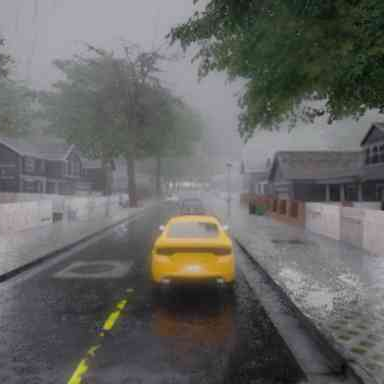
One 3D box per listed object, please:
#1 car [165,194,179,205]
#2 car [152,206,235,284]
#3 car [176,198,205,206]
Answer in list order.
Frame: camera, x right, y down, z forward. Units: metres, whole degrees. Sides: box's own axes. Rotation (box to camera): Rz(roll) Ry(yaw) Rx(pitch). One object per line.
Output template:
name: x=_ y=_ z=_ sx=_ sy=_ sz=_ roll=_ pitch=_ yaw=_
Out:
car: x=-2.843 y=1.012 z=47.811 sx=1.812 sy=1.442 sz=4.674 roll=0 pitch=1 yaw=0
car: x=0.047 y=1.401 z=9.354 sx=1.882 sy=1.535 sz=5.008 roll=0 pitch=1 yaw=0
car: x=0.060 y=1.299 z=26.409 sx=2.033 sy=1.411 sz=5.357 roll=0 pitch=1 yaw=0
